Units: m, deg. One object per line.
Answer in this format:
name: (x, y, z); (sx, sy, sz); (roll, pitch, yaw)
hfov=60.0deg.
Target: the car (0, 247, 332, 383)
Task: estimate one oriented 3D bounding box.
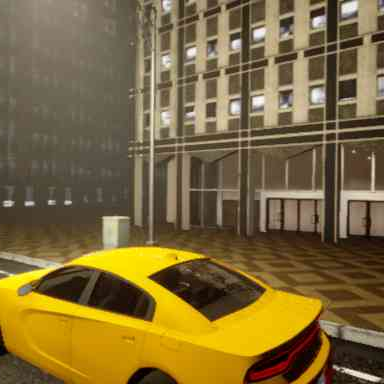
car: (-0.898, 1.478, 4.328); (5.008, 1.535, 1.882); (0, 0, 36)
